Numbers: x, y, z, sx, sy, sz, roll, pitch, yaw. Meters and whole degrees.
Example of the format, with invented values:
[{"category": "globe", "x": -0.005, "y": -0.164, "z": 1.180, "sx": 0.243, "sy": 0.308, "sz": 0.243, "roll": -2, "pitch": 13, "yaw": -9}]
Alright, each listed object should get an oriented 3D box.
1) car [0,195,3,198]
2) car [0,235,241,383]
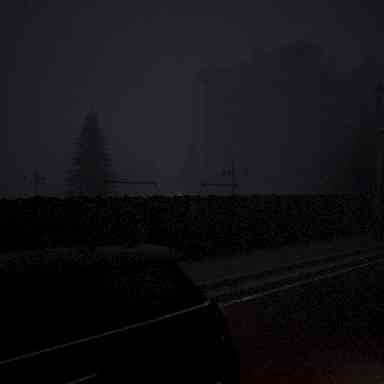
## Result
[{"category": "car", "x": -40.344, "y": 1.374, "z": 67.378, "sx": 3.633, "sy": 1.501, "sz": 1.845, "roll": 0, "pitch": 0, "yaw": -38}, {"category": "car", "x": -1.786, "y": 1.352, "z": 2.768, "sx": 4.553, "sy": 1.767, "sz": 2.097, "roll": 0, "pitch": 0, "yaw": -36}]
